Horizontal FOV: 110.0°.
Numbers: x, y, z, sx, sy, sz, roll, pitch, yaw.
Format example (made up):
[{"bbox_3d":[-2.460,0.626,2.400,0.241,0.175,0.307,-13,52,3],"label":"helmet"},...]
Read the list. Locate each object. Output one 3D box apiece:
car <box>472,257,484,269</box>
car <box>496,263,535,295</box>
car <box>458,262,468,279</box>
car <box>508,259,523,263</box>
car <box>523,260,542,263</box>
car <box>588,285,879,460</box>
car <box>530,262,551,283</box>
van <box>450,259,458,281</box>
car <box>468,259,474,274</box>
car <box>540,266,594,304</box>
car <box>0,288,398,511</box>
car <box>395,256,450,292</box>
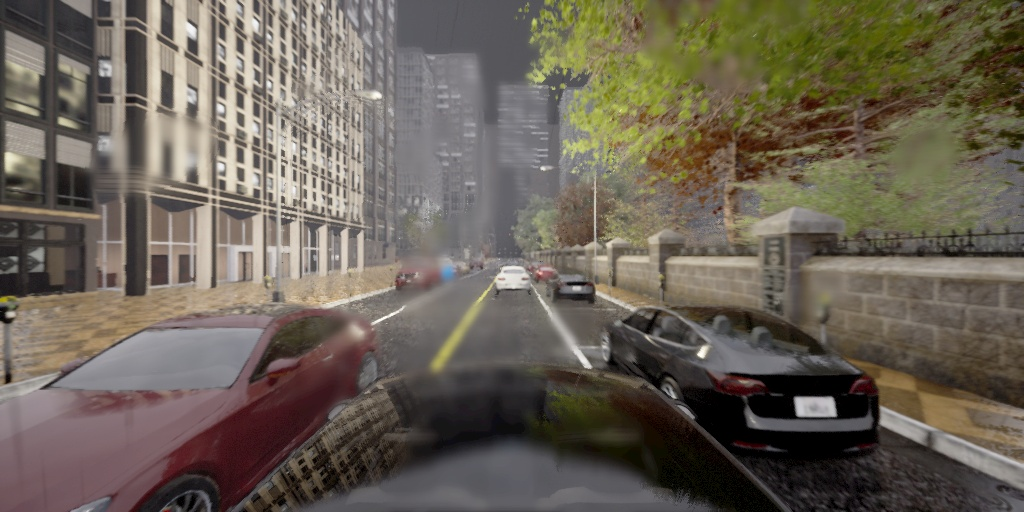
[{"bbox_3d":[-5.354,1.090,55.102,2.192,1.841,5.009,0,0,0],"label":"car"},{"bbox_3d":[0.081,1.285,19.960,1.812,1.442,4.674,0,0,0],"label":"car"},{"bbox_3d":[-5.481,1.354,32.939,1.802,1.307,4.207,0,0,0],"label":"car"},{"bbox_3d":[0.071,1.364,41.360,1.895,1.301,4.718,0,0,0],"label":"car"},{"bbox_3d":[2.540,1.198,38.413,1.967,1.591,4.097,0,0,0],"label":"car"},{"bbox_3d":[2.567,1.313,5.114,1.948,1.339,4.313,0,0,0],"label":"car"},{"bbox_3d":[2.549,1.339,27.313,1.802,1.307,4.207,0,0,0],"label":"car"},{"bbox_3d":[-5.476,1.112,27.398,1.690,1.789,3.998,0,0,0],"label":"van"},{"bbox_3d":[-5.485,1.298,38.310,1.751,1.417,4.829,0,0,0],"label":"car"},{"bbox_3d":[2.558,1.319,16.213,1.948,1.339,4.313,0,0,0],"label":"car"},{"bbox_3d":[-2.847,1.282,3.615,1.812,1.442,4.674,0,0,0],"label":"car"},{"bbox_3d":[-5.472,1.084,21.857,2.192,1.841,5.009,0,0,0],"label":"car"}]
